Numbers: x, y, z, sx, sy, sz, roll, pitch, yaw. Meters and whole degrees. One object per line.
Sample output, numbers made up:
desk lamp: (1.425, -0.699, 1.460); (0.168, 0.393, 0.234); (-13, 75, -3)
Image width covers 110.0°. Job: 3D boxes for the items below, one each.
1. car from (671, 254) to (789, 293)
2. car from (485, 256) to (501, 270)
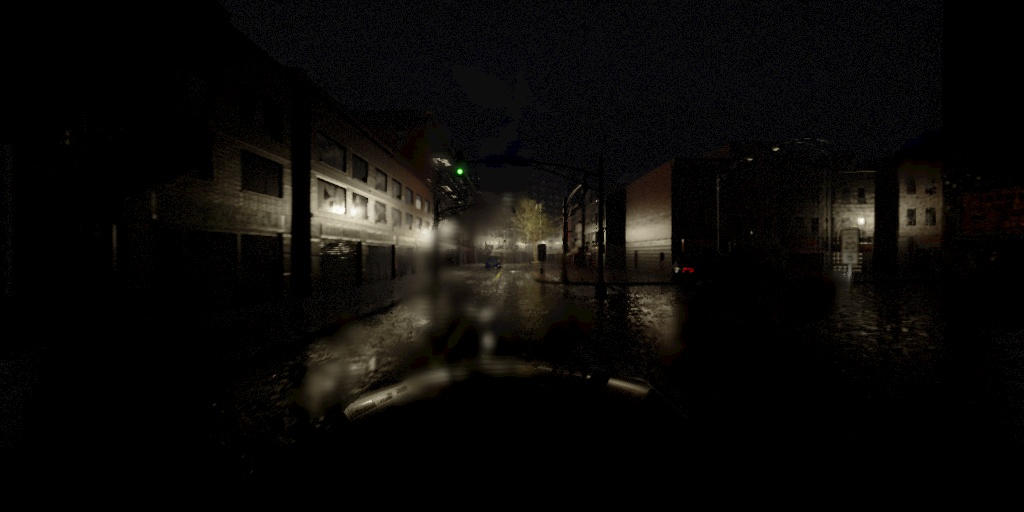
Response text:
car: (11.423, 0.893, 19.075); (5.566, 2.045, 2.150); (0, 0, 0)
car: (-2.826, 0.944, 54.031); (2.150, 2.045, 5.566); (0, 0, 0)
